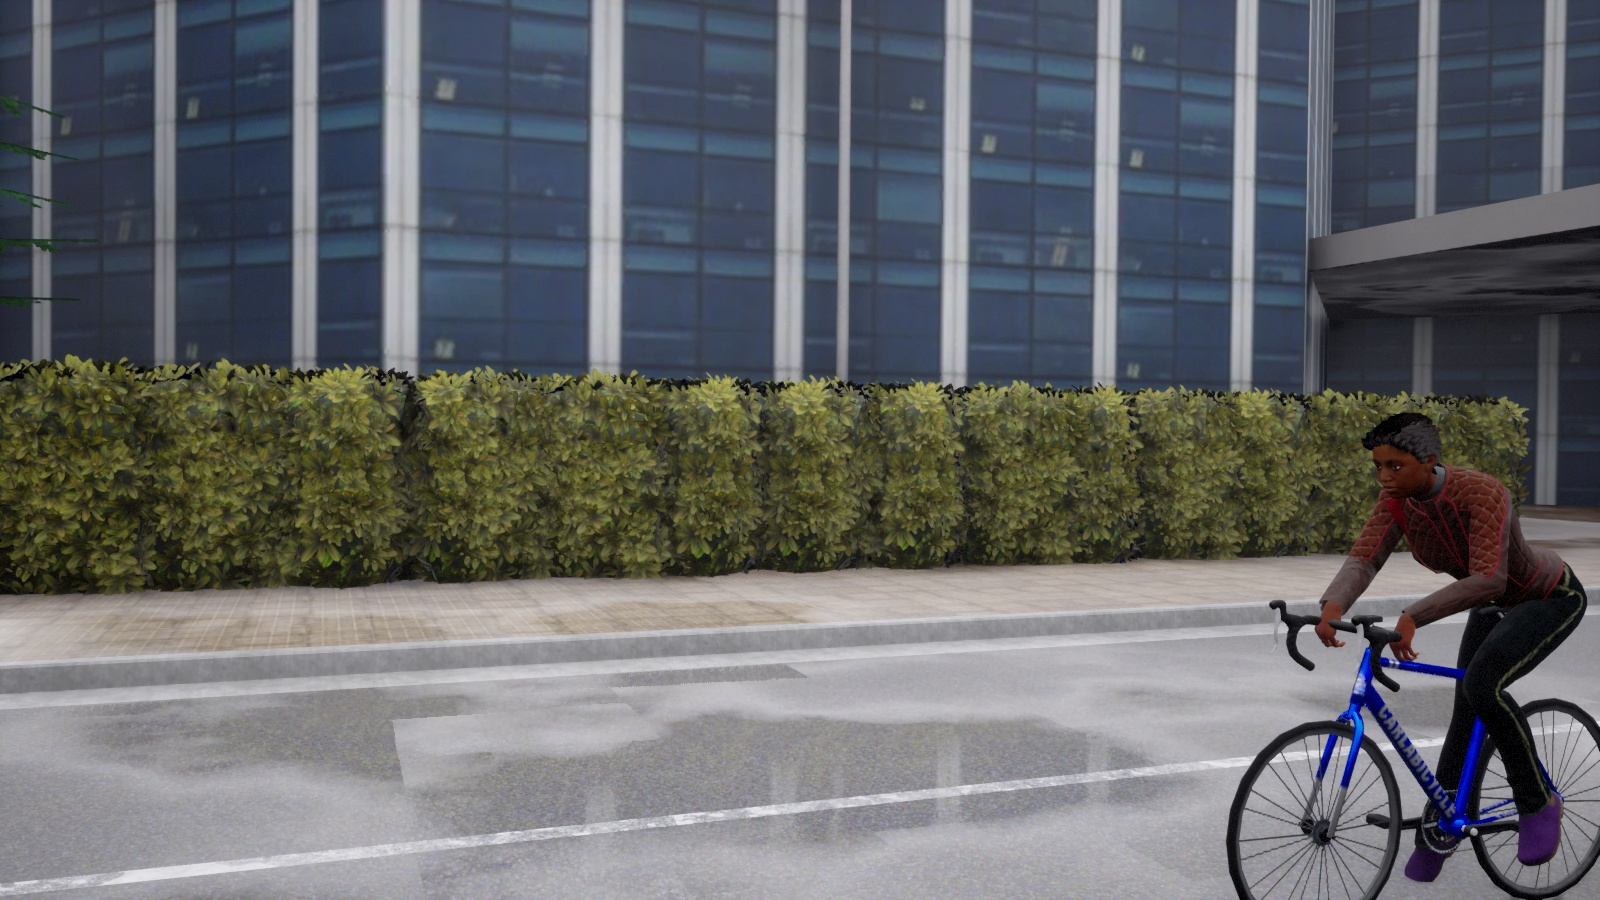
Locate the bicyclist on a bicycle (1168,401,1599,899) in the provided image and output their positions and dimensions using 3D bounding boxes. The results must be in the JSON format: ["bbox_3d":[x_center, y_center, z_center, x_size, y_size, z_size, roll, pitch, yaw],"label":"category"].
[{"bbox_3d":[2.059,0.663,4.021,1.656,1.620,0.582,-1,1,-21],"label":"bicyclist on a bicycle"}]
